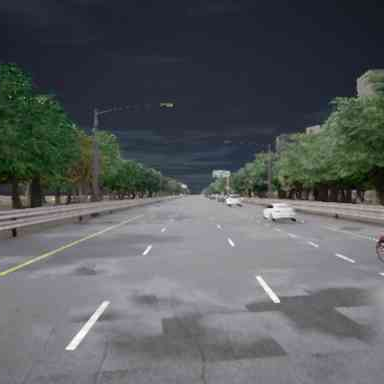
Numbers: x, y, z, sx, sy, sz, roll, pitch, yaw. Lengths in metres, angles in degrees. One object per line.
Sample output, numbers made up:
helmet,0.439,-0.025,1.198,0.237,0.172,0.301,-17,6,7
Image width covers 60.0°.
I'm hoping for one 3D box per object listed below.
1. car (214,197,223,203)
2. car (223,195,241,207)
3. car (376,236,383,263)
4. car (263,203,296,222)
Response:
car,7.406,1.978,84.847,1.812,1.442,4.674,0,0,1
car,7.190,1.503,57.750,2.150,2.045,5.566,0,0,0
car,7.005,1.540,9.066,1.812,1.442,4.674,0,0,0
car,7.043,1.632,27.065,1.812,1.442,4.674,0,0,0
